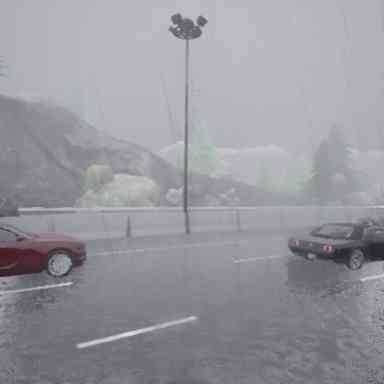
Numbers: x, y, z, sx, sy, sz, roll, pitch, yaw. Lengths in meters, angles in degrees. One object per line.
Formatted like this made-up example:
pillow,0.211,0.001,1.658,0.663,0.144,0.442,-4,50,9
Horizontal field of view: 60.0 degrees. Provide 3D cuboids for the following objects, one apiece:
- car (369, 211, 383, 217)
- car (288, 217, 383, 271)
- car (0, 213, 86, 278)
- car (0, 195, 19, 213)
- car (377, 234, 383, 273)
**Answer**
car,11.515,1.750,18.552,5.357,1.411,2.033,1,0,-27
car,5.589,1.709,11.316,4.718,1.301,1.895,1,0,-31
car,-5.278,1.457,8.465,5.008,1.535,1.882,1,0,-35
car,-11.856,1.168,16.929,5.566,2.045,2.150,1,0,-35
car,6.752,1.706,7.929,4.718,1.301,1.895,1,0,-31
